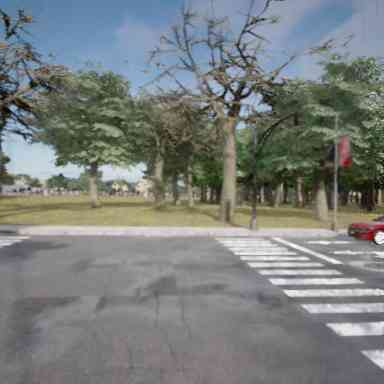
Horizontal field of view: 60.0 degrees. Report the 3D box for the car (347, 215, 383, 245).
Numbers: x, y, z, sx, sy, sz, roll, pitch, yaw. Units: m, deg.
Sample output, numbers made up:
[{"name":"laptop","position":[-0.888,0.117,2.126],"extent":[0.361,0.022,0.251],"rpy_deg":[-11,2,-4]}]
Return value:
[{"name":"car","position":[10.479,1.796,16.867],"extent":[5.008,1.535,1.882],"rpy_deg":[1,0,-6]}]
